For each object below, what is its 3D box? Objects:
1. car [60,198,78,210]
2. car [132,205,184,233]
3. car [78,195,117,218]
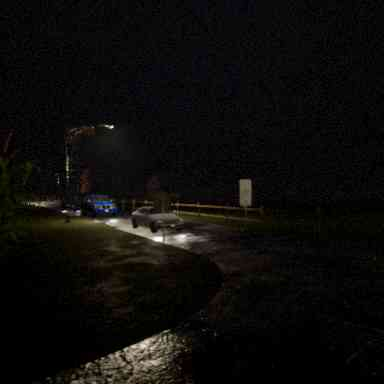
[{"bbox_3d":[-16.254,1.601,44.239,1.837,1.490,4.892,-1,0,-31],"label":"car"},{"bbox_3d":[-2.232,1.570,20.346,1.812,1.442,4.674,-1,0,-31],"label":"car"},{"bbox_3d":[-8.981,1.288,31.904,2.150,2.045,5.566,-1,1,-31],"label":"car"}]
